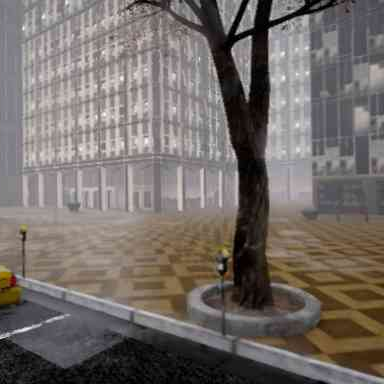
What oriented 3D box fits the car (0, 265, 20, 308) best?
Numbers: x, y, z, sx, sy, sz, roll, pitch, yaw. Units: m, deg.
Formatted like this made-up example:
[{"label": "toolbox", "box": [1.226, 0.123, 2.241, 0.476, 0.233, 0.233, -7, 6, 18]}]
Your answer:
[{"label": "car", "box": [-5.319, 1.526, 6.677, 4.829, 1.417, 1.752, 0, -1, 35]}]
